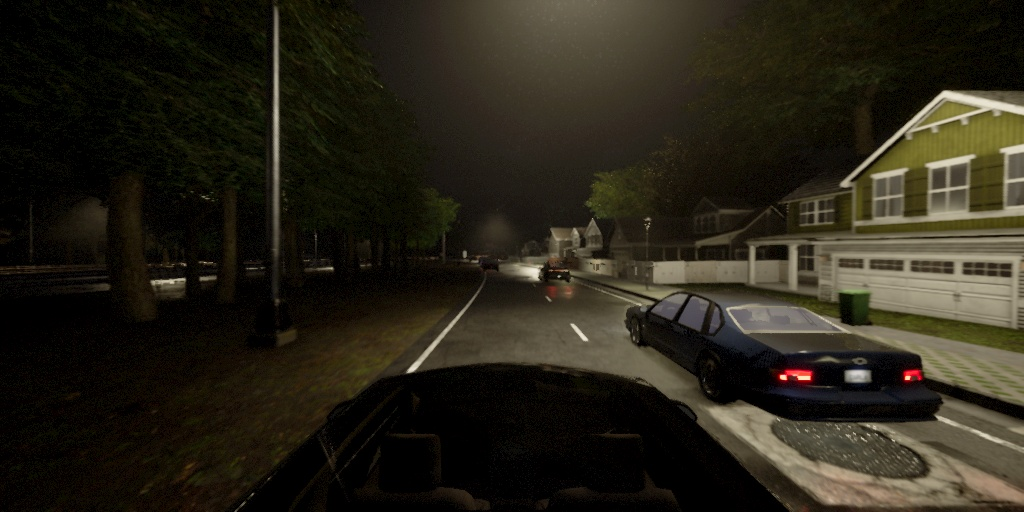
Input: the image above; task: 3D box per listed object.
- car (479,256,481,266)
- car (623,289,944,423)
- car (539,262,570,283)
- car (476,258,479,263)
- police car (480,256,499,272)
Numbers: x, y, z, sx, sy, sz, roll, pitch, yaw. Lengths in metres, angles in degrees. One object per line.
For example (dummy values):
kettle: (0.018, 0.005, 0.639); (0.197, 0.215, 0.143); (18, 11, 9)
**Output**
car: (-3.736, 1.137, 55.272); (1.837, 1.490, 4.892); (0, 0, -7)
car: (3.599, 1.294, 6.243); (2.033, 1.411, 5.357); (0, 0, 0)
car: (3.178, 1.219, 27.362); (2.128, 1.511, 4.902); (0, 0, -3)
car: (-4.499, 0.950, 61.205); (2.097, 1.767, 4.553); (0, 0, -8)
police car: (-2.685, 1.104, 45.420); (1.930, 1.638, 5.238); (0, 0, -5)
